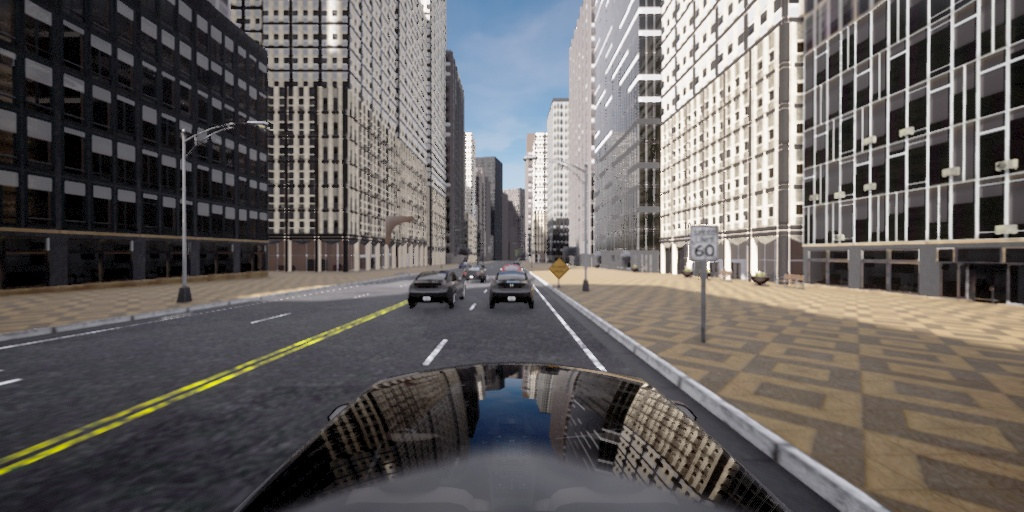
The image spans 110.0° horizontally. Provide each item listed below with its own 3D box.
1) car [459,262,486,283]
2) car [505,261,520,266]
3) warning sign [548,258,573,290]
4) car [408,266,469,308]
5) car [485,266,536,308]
[{"bbox_3d":[-3.276,1.549,31.254,1.812,1.442,4.674,0,0,0],"label":"car"},{"bbox_3d":[-0.025,1.501,31.314,1.882,1.535,5.008,0,0,0],"label":"car"},{"bbox_3d":[2.828,1.049,21.676,1.300,1.860,1.060,0,0,0],"label":"warning sign"},{"bbox_3d":[-3.261,1.391,16.135,1.837,1.490,4.892,0,0,0],"label":"car"},{"bbox_3d":[-0.011,1.391,16.137,1.837,1.490,4.892,0,0,0],"label":"car"}]
